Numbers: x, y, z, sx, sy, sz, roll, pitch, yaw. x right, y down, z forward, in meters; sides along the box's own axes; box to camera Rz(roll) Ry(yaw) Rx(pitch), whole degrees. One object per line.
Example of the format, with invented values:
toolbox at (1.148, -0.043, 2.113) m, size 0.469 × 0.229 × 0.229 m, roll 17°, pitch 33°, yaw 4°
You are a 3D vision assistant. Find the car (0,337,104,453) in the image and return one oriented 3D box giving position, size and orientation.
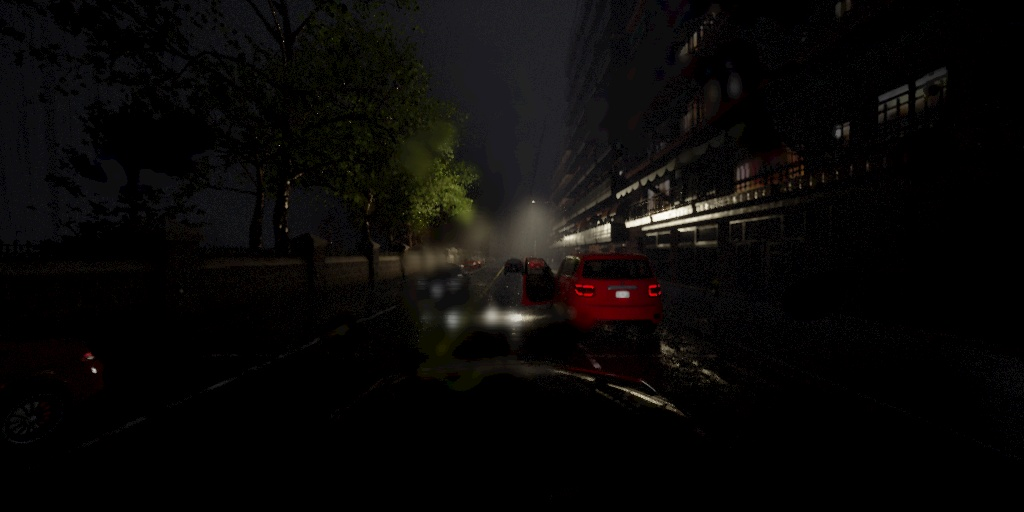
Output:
car at (-5.686, 1.327, 2.520) m, size 1.802 × 1.307 × 4.207 m, roll 0°, pitch 0°, yaw 0°

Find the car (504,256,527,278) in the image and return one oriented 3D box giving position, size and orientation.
car at (0.211, 1.041, 35.999) m, size 1.882 × 1.535 × 5.008 m, roll 0°, pitch 0°, yaw 1°

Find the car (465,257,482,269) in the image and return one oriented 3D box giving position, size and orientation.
car at (-5.492, 0.946, 47.562) m, size 1.967 × 1.591 × 4.097 m, roll 0°, pitch 0°, yaw 0°

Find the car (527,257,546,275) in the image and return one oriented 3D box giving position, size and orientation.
car at (2.865, 1.079, 41.896) m, size 1.888 × 1.381 × 4.507 m, roll 0°, pitch 0°, yaw 0°

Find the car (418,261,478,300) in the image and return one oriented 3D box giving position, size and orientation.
car at (-3.034, 1.155, 17.025) m, size 2.128 × 1.511 × 4.902 m, roll 0°, pitch 0°, yaw 0°

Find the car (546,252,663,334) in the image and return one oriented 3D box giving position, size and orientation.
car at (2.433, 0.921, 10.531) m, size 2.150 × 2.045 × 5.566 m, roll 0°, pitch 0°, yaw 0°

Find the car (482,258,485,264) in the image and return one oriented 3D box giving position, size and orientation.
car at (-5.468, 0.920, 53.190) m, size 1.967 × 1.591 × 4.097 m, roll 0°, pitch 0°, yaw 0°

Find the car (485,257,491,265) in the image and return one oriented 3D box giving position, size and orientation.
car at (-5.419, 0.978, 64.451) m, size 2.007 × 1.370 × 4.403 m, roll 0°, pitch 0°, yaw 0°
